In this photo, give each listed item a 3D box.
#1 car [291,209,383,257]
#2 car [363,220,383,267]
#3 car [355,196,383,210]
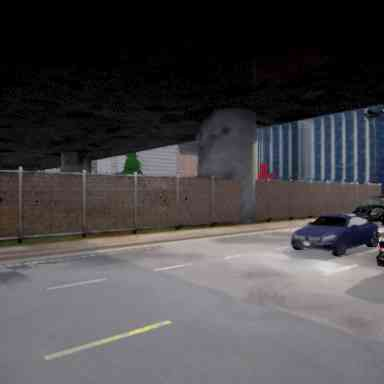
[{"bbox_3d":[5.933,1.606,13.518,4.674,1.442,1.812,0,0,-40],"label":"car"},{"bbox_3d":[7.417,1.600,9.948,5.357,1.411,2.033,0,-1,-40],"label":"car"},{"bbox_3d":[14.248,1.360,24.938,5.566,2.045,2.150,0,0,-39],"label":"car"}]
